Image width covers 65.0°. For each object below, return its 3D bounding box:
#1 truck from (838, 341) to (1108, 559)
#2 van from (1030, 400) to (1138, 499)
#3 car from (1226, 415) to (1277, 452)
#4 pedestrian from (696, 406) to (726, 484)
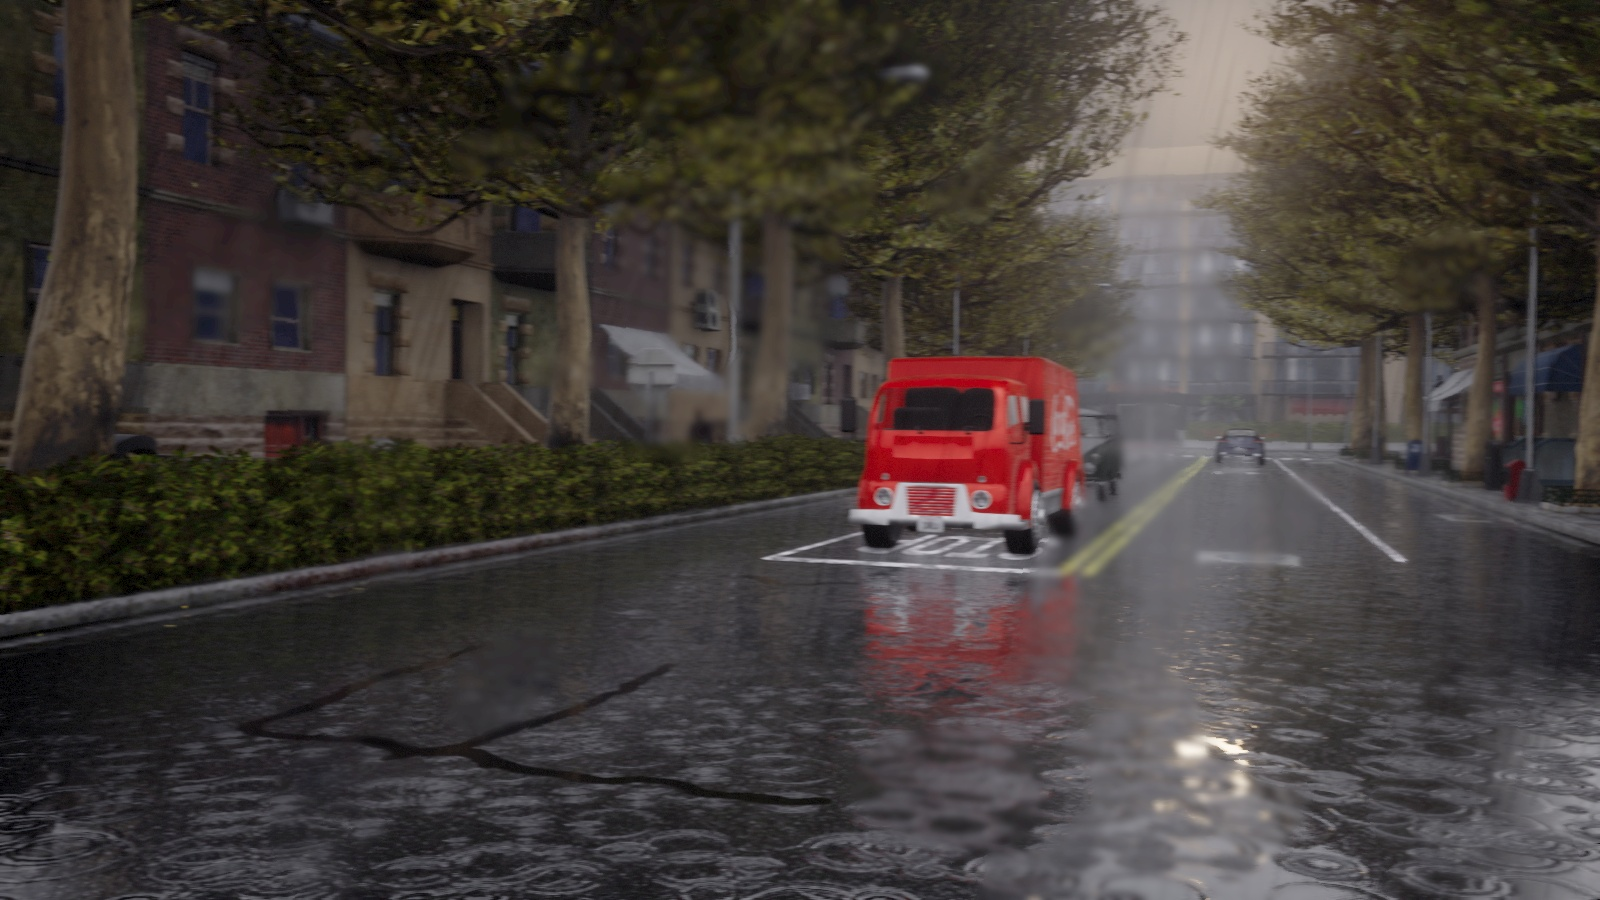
[{"bbox_3d":[2.570,-0.050,17.087,2.627,2.467,5.204,0,1,20],"label":"truck"},{"bbox_3d":[6.334,-0.053,27.663,1.775,1.987,4.442,0,1,20],"label":"van"},{"bbox_3d":[21.238,-0.785,59.113,2.152,1.651,5.027,0,1,20],"label":"car"},{"bbox_3d":[-2.163,-0.124,30.489,0.376,1.854,0.720,0,1,28],"label":"pedestrian"}]
